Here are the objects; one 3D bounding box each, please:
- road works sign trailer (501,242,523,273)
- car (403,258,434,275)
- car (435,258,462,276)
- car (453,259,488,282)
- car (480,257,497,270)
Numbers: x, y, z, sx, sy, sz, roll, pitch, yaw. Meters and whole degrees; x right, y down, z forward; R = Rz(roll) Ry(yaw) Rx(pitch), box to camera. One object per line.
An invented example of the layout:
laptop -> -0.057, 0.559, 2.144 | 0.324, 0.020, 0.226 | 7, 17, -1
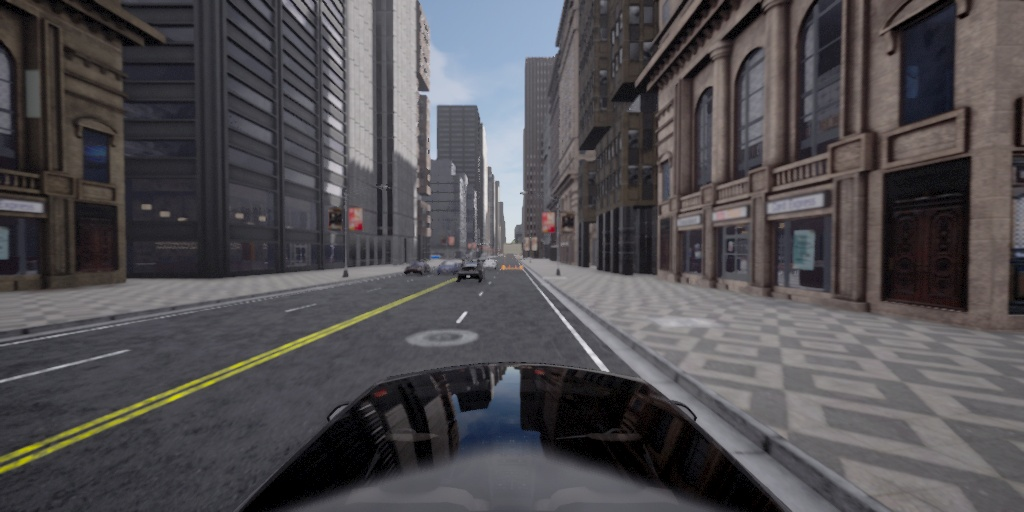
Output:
road works sign trailer -> 0.059, 0.157, 42.942 | 2.380, 3.560, 2.880 | 0, 0, 0
car -> -9.845, 1.257, 37.923 | 2.033, 1.411, 5.357 | 0, 0, 0
car -> -6.596, 1.236, 37.531 | 1.812, 1.442, 4.674 | 0, 0, 0
car -> -3.156, 1.236, 28.393 | 1.837, 1.490, 4.892 | 0, 0, 0
car -> -3.159, 1.186, 51.443 | 1.812, 1.442, 4.674 | 0, 0, 0
